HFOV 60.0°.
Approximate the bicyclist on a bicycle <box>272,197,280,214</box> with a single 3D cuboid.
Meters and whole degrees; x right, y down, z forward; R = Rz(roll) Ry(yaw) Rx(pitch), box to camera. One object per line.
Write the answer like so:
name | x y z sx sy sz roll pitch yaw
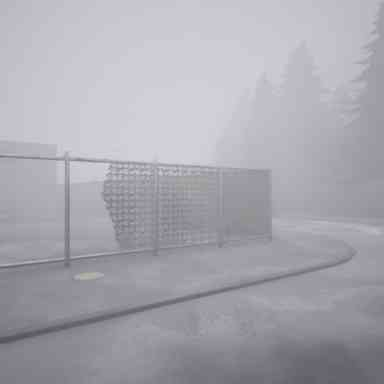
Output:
bicyclist on a bicycle | 8.044 1.335 32.541 1.656 1.620 0.582 0 0 -36
